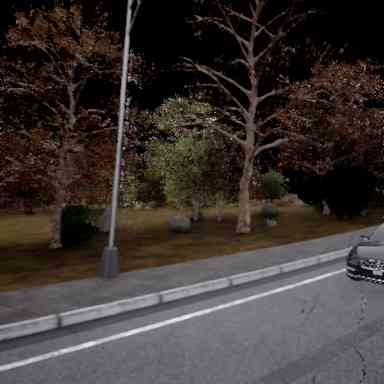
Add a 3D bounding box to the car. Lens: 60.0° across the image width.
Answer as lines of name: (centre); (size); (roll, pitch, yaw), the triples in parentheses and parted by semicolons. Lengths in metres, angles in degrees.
car: (5.899, 1.512, 8.865); (4.892, 1.490, 1.837); (0, 0, -41)
